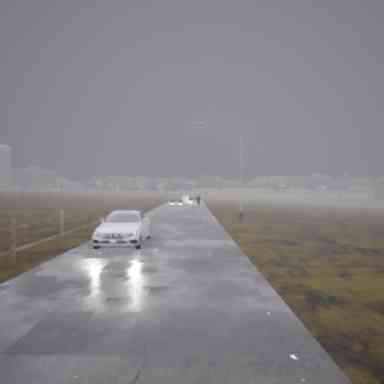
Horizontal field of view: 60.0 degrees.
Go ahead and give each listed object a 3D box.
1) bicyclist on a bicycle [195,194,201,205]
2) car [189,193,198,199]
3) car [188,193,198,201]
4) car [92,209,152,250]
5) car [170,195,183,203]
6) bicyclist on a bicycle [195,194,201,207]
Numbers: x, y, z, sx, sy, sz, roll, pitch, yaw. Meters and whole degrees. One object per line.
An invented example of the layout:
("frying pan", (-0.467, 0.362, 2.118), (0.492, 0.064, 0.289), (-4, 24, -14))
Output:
("bicyclist on a bicycle", (0.909, 1.124, 50.840), (0.866, 1.612, 1.509), (0, 1, 0))
("car", (0.317, 0.985, 79.726), (2.033, 1.411, 5.357), (0, 0, 0))
("car", (0.241, 1.082, 69.561), (1.994, 1.385, 4.181), (0, 0, 0))
("car", (-2.838, 1.490, 14.312), (1.812, 1.442, 4.674), (0, 0, 0))
("car", (-2.632, 1.196, 57.096), (1.994, 1.385, 4.181), (0, 1, 1))
("bicyclist on a bicycle", (0.840, 1.148, 40.786), (0.659, 1.776, 1.843), (0, 1, 0))
